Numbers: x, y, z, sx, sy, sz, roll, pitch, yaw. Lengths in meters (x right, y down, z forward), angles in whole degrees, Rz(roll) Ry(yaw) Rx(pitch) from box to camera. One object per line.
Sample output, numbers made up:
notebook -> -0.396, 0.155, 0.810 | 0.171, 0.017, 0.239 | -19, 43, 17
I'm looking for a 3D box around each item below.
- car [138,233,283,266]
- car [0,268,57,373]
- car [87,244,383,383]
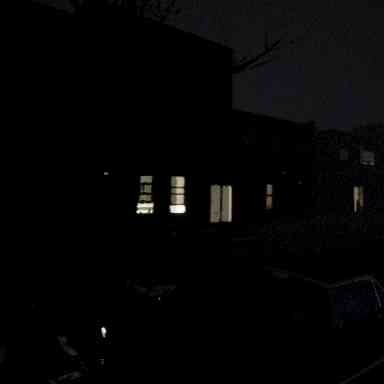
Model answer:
car -> 0.635, 1.573, 7.041 | 4.206, 1.307, 1.802 | 0, 1, -35
car -> -3.979, 1.547, 3.790 | 4.507, 1.381, 1.887 | 0, 1, -35
car -> 1.213, 1.594, 4.246 | 4.718, 1.301, 1.895 | 0, 0, -36
